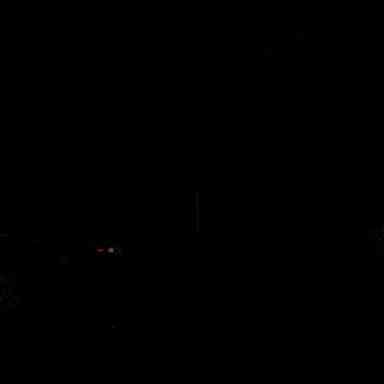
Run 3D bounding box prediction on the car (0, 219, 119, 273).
[{"bbox_3d":[-4.633,1.600,10.665,4.674,1.442,1.812,-1,1,16],"label":"car"}]
